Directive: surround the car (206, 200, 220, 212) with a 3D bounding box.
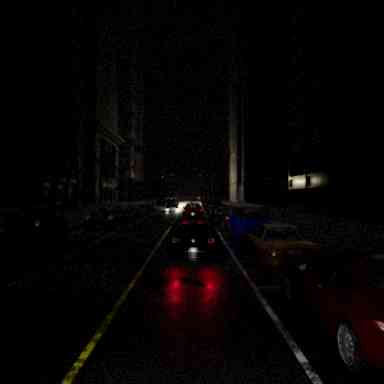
[{"bbox_3d":[2.778,1.801,33.588,1.947,1.339,4.313,0,0,0],"label":"car"}]

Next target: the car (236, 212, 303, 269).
[{"bbox_3d":[2.770,1.602,11.213,1.752,1.417,4.829,0,0,0],"label":"car"}]

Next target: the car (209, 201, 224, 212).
[{"bbox_3d":[2.776,1.745,27.952,2.008,1.369,4.403,0,0,0],"label":"car"}]

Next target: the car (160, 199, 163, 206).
[{"bbox_3d":[-5.736,2.012,61.767,1.947,1.339,4.313,0,0,0],"label":"car"}]

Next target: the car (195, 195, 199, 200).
[{"bbox_3d":[2.391,2.194,92.660,1.837,1.490,4.892,0,0,0],"label":"car"}]

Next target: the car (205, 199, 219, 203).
[{"bbox_3d":[2.780,1.843,39.224,1.947,1.339,4.313,0,0,0],"label":"car"}]

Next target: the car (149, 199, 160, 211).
[{"bbox_3d":[-5.743,1.901,44.858,1.802,1.307,4.206,0,0,0],"label":"car"}]

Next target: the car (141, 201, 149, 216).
[{"bbox_3d":[-5.747,1.816,33.586,1.802,1.307,4.206,0,0,0],"label":"car"}]

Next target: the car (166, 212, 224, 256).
[{"bbox_3d":[0.068,1.693,13.511,1.895,1.301,4.718,0,0,0],"label":"car"}]

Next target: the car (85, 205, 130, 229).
[{"bbox_3d":[-5.751,1.593,22.315,1.967,1.590,4.097,0,0,0],"label":"car"}]

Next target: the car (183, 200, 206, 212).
[{"bbox_3d":[0.087,1.742,31.039,1.812,1.442,4.674,0,0,0],"label":"car"}]

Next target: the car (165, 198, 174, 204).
[{"bbox_3d":[-5.727,2.189,84.311,1.947,1.339,4.313,0,0,0],"label":"car"}]

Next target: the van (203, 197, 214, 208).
[{"bbox_3d":[2.788,1.746,56.136,1.690,1.788,3.998,0,0,0],"label":"van"}]

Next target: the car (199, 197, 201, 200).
[{"bbox_3d":[2.789,1.998,61.771,2.008,1.369,4.403,0,0,0],"label":"car"}]

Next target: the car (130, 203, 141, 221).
[{"bbox_3d":[-5.749,1.775,27.949,1.802,1.307,4.206,0,0,0],"label":"car"}]

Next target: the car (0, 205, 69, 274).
[{"bbox_3d":[-5.754,1.389,11.044,2.192,1.841,5.009,0,0,0],"label":"car"}]

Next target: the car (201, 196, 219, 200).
[{"bbox_3d":[2.784,1.635,44.863,2.192,1.841,5.009,0,0,0],"label":"car"}]

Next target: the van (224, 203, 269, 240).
[{"bbox_3d":[2.773,1.455,16.680,1.690,1.788,3.998,0,0,0],"label":"van"}]

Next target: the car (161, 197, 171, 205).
[{"bbox_3d":[-5.731,1.974,73.041,1.967,1.590,4.097,0,0,0],"label":"car"}]

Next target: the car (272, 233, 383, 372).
[{"bbox_3d":[2.767,1.619,5.405,1.802,1.307,4.206,0,0,0],"label":"car"}]

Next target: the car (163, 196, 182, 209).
[{"bbox_3d":[-3.058,1.880,52.395,1.837,1.490,4.892,0,0,0],"label":"car"}]

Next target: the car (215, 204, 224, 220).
[{"bbox_3d":[2.774,1.736,22.315,1.802,1.307,4.206,0,0,0],"label":"car"}]
